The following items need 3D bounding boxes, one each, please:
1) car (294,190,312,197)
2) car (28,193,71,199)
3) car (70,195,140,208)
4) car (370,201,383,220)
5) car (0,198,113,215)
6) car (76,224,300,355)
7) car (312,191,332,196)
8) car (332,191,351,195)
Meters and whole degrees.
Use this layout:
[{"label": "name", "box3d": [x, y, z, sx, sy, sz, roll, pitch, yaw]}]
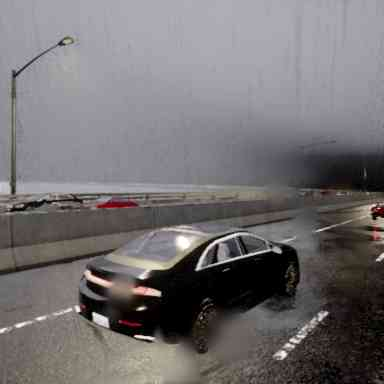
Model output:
[{"label": "car", "box3d": [19.813, 0.437, 58.598, 2.033, 1.411, 5.357, 2, 2, 39]}, {"label": "car", "box3d": [-9.556, 0.792, 22.018, 2.128, 1.511, 4.902, 2, 2, 38]}, {"label": "car", "box3d": [-5.333, 0.941, 21.729, 1.994, 1.385, 4.181, 2, 2, 38]}, {"label": "car", "box3d": [13.939, 1.255, 23.218, 1.895, 1.301, 4.718, 2, 2, 38]}, {"label": "car", "box3d": [-6.195, 1.127, 14.977, 1.895, 1.301, 4.718, 2, 2, 38]}, {"label": "car", "box3d": [0.372, 1.342, 6.007, 2.128, 1.511, 4.902, 2, 2, 38]}, {"label": "car", "box3d": [22.527, 0.536, 56.390, 1.812, 1.442, 4.674, 2, 2, 39]}, {"label": "car", "box3d": [24.416, 0.617, 53.182, 1.812, 1.442, 4.674, 2, 2, 39]}]
